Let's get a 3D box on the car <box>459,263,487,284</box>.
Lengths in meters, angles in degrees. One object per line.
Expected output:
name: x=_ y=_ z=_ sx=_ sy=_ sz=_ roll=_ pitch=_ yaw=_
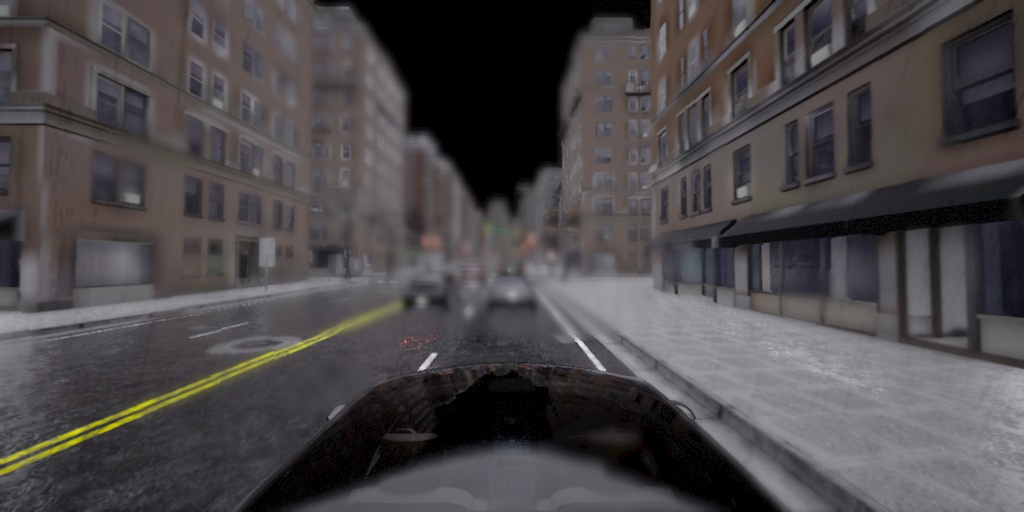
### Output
car: x=-3.221 y=1.579 z=30.760 sx=1.812 sy=1.442 sz=4.674 roll=0 pitch=0 yaw=0

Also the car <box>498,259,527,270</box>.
car: x=0.018 y=1.265 z=29.457 sx=2.150 sy=2.045 sz=5.566 roll=0 pitch=0 yaw=0

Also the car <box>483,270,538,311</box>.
car: x=0.031 y=1.458 z=15.364 sx=1.994 sy=1.385 sz=4.181 roll=0 pitch=-1 yaw=0

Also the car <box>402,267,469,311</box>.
car: x=-3.224 y=1.400 z=15.359 sx=1.837 sy=1.490 sz=4.892 roll=0 pitch=0 yaw=1
